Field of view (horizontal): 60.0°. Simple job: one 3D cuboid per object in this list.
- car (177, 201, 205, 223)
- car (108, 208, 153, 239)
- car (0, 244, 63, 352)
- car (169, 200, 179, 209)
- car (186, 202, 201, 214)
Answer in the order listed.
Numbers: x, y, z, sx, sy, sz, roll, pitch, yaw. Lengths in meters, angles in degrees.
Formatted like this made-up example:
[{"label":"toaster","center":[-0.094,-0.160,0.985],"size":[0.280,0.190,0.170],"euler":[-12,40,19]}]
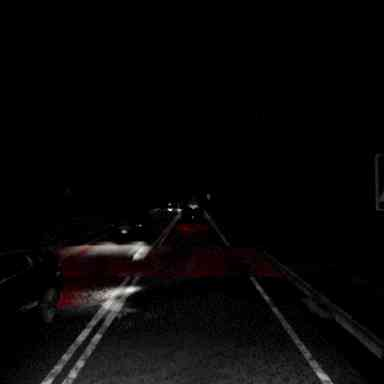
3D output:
[{"label":"car","center":[0.084,1.798,28.515],"size":[2.128,1.511,4.902],"euler":[0,-1,1]},{"label":"car","center":[-3.300,1.691,18.662],"size":[2.128,1.511,4.902],"euler":[0,0,0]},{"label":"car","center":[-3.342,1.538,4.366],"size":[2.128,1.511,4.902],"euler":[0,-1,0]},{"label":"car","center":[-3.062,2.193,60.425],"size":[2.097,1.767,4.553],"euler":[0,-1,1]},{"label":"car","center":[0.200,2.042,44.390],"size":[1.812,1.442,4.674],"euler":[0,-1,1]}]
